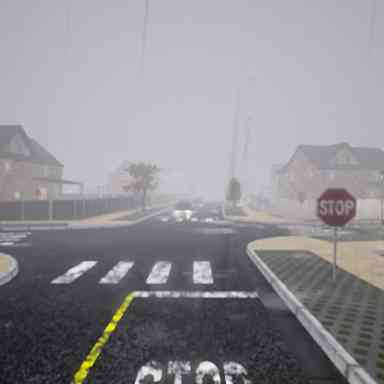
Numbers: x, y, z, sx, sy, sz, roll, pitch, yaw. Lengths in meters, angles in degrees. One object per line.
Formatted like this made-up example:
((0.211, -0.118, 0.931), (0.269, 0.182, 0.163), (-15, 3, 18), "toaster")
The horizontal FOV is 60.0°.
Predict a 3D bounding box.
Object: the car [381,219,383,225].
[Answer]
((14.507, 1.686, 20.654), (5.357, 1.411, 2.033), (1, 0, -15), "car")

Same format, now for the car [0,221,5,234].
((-10.545, 1.504, 13.770), (4.718, 1.301, 1.895), (0, 0, -15), "car")

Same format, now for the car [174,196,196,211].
((-0.975, 1.521, 40.668), (1.994, 1.385, 4.181), (0, 0, 5), "car")

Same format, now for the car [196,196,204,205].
((1.072, 1.487, 59.121), (2.033, 1.411, 5.357), (0, 0, 8), "car")
